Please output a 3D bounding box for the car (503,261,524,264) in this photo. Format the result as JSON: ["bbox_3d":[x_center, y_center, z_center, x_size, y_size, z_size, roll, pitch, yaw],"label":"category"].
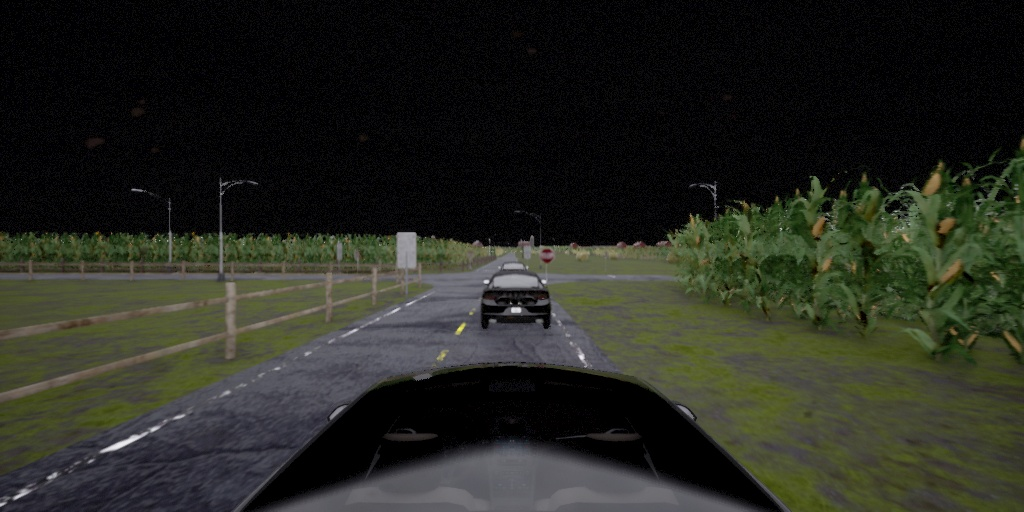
[{"bbox_3d":[0.092,1.110,24.095,1.882,1.535,5.008,0,0,0],"label":"car"}]

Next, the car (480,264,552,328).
[{"bbox_3d":[0.100,1.178,11.233,1.882,1.535,5.008,0,0,0],"label":"car"}]
